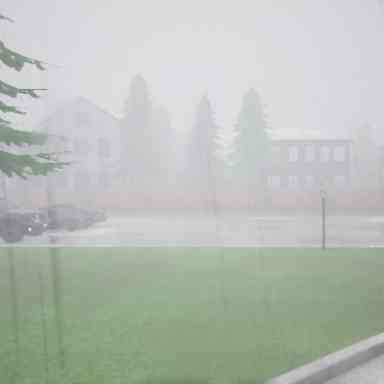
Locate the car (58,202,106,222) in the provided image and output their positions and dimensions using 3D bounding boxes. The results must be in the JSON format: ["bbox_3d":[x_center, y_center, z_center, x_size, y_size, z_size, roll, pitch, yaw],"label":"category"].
[{"bbox_3d":[-8.292,1.459,22.476,4.892,1.490,1.837,0,0,1],"label":"car"}]

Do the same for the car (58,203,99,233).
[{"bbox_3d":[-7.843,1.528,18.967,4.181,1.385,1.994,0,0,1],"label":"car"}]

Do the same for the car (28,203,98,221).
[{"bbox_3d":[-9.972,1.549,26.009,4.718,1.301,1.895,0,0,1],"label":"car"}]

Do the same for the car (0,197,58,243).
[{"bbox_3d":[-9.579,1.203,15.498,5.566,2.045,2.150,0,0,1],"label":"car"}]
